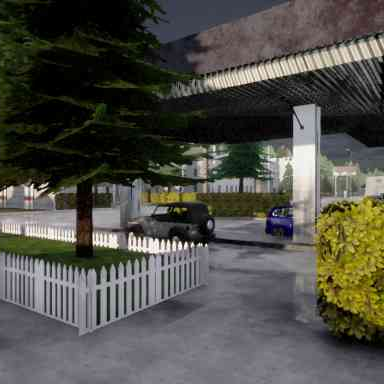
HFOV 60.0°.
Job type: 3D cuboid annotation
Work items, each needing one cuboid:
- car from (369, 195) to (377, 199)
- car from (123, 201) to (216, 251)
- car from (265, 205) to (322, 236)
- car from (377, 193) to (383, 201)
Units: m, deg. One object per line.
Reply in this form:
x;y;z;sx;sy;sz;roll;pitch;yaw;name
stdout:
33.119;1.298;60.206;2.007;1.523;4.514;0;0;35;car
-0.912;1.313;13.790;3.866;1.878;1.905;0;0;35;car
5.890;1.480;15.937;4.611;1.667;2.242;0;0;35;car
25.851;1.077;43.467;1.905;1.878;3.866;0;0;35;car
